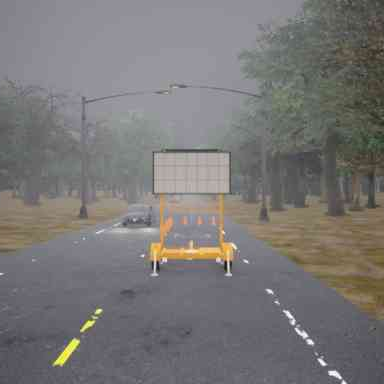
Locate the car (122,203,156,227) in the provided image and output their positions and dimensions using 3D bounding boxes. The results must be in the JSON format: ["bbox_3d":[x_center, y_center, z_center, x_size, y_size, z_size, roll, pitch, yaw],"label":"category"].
[{"bbox_3d":[-3.587,1.535,23.223,1.837,1.490,4.892,0,0,0],"label":"car"}]

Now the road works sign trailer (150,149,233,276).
[{"bbox_3d":[-0.010,0.476,10.372,2.380,3.560,2.880,0,0,0],"label":"road works sign trailer"}]

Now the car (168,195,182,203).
[{"bbox_3d":[-3.503,1.456,64.850,2.097,1.767,4.553,0,0,1],"label":"car"}]
